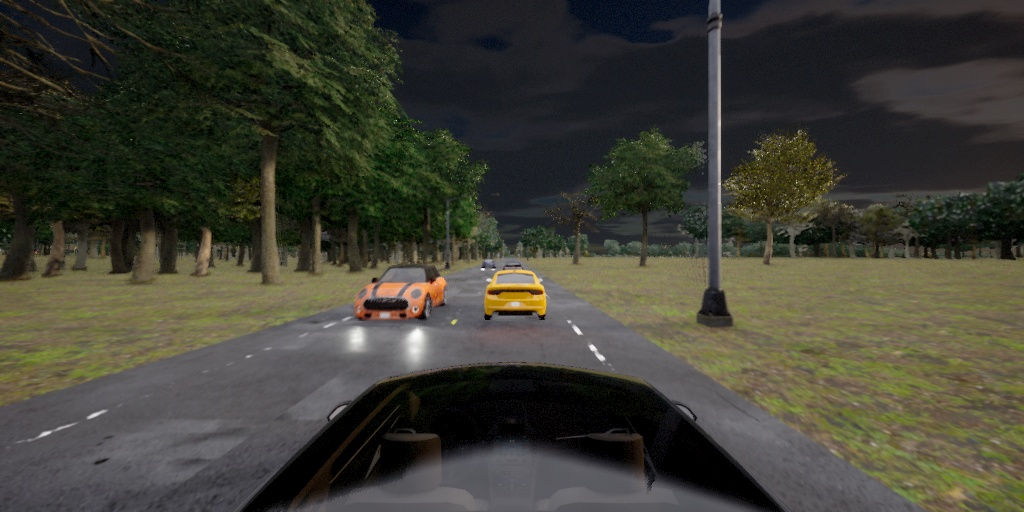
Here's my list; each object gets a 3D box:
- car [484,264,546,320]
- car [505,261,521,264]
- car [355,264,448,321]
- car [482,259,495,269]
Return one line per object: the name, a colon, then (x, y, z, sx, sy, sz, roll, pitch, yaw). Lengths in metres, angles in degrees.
car: (0.100, 1.224, 12.718, 1.882, 1.535, 5.008, 0, 0, 0)
car: (0.099, 1.213, 33.324, 2.128, 1.511, 4.902, 0, 0, 0)
car: (-3.598, 1.099, 12.416, 2.097, 1.767, 4.553, 0, 0, 0)
car: (-3.558, 1.208, 54.878, 1.812, 1.442, 4.674, 0, 0, 0)
